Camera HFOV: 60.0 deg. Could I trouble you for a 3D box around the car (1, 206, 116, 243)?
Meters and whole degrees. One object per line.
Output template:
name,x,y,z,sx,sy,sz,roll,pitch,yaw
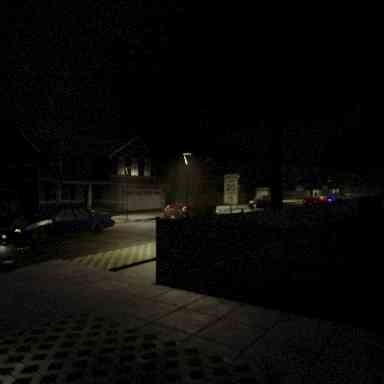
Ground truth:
car,-6.149,1.409,15.797,2.033,1.411,5.357,1,1,35

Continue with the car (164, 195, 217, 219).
car,-0.028,1.103,24.446,2.097,1.767,4.553,1,1,35

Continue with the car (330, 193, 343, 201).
car,20.843,0.908,49.024,1.812,1.442,4.674,1,2,35

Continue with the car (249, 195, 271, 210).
car,7.718,1.084,35.373,2.128,1.511,4.902,1,2,36

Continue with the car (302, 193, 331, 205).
car,15.225,1.131,40.992,1.895,1.301,4.718,1,2,36
